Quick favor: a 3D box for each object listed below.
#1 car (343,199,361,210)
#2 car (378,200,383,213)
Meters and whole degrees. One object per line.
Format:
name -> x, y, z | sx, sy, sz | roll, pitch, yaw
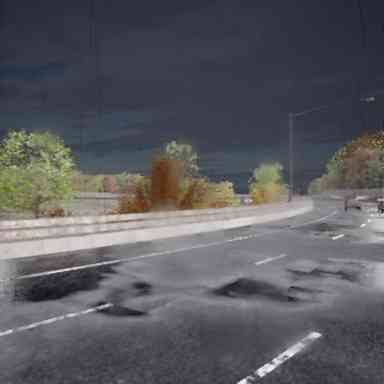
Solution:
car -> 21.064, 1.611, 43.805 | 2.033, 1.411, 5.357 | 0, 0, 21
car -> 22.028, 1.611, 37.314 | 2.033, 1.411, 5.357 | 0, 0, 25
